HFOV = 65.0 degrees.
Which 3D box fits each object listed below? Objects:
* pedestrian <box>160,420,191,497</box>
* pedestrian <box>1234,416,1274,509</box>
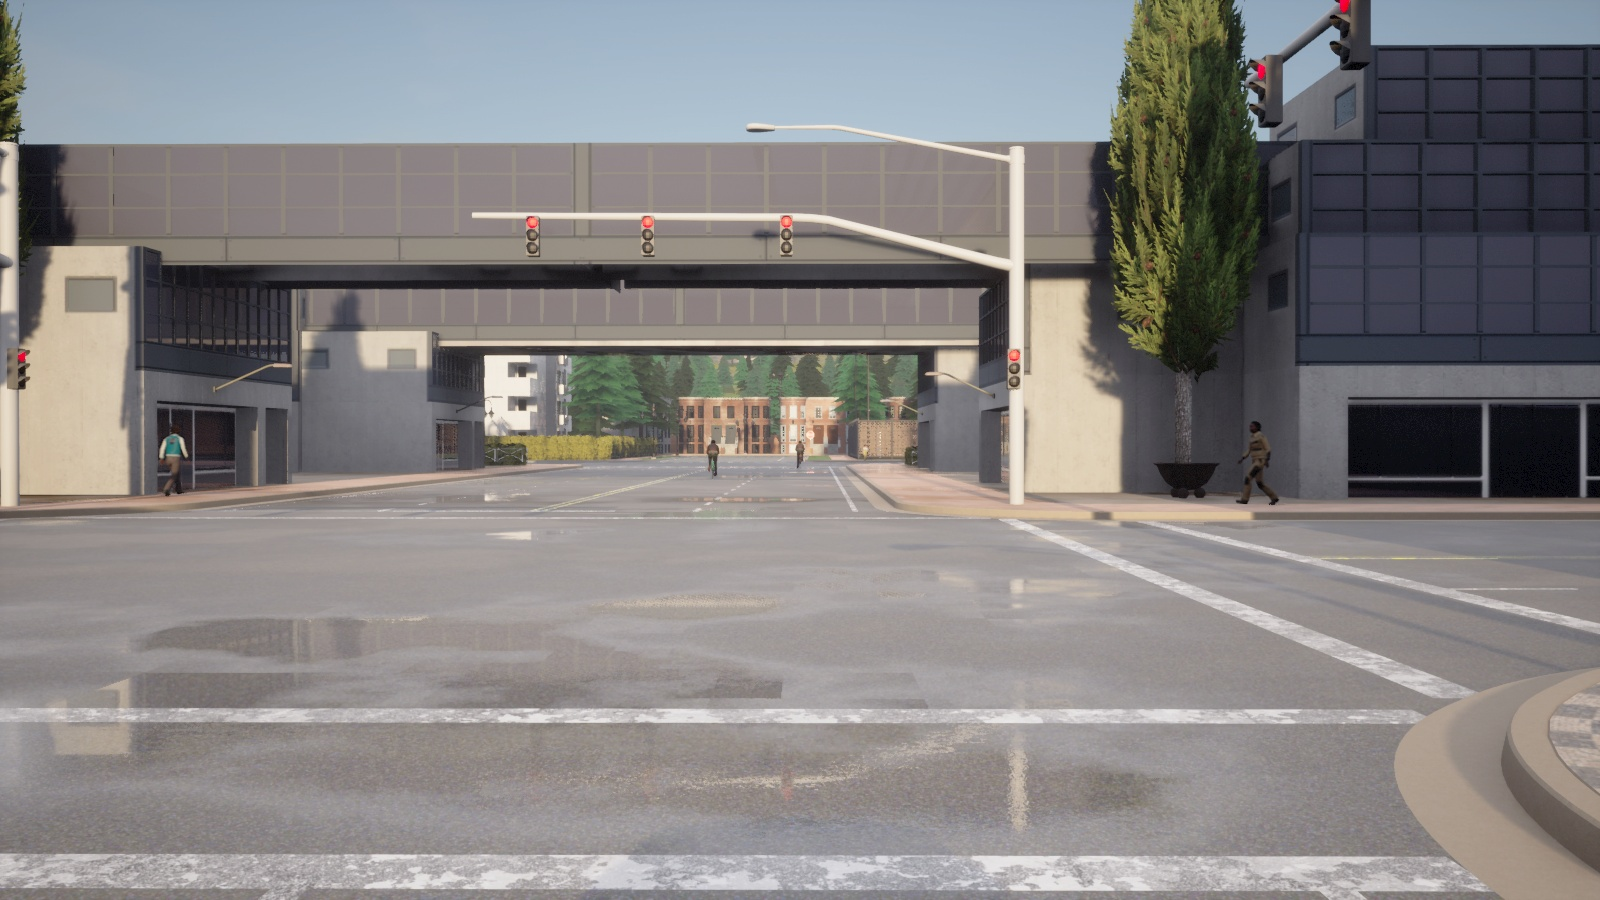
[{"bbox_3d":[-15.829,0.213,31.840,0.396,1.930,0.692,0,0,4],"label":"pedestrian"},{"bbox_3d":[9.574,0.263,26.489,0.692,1.930,0.396,0,0,-2],"label":"pedestrian"}]
